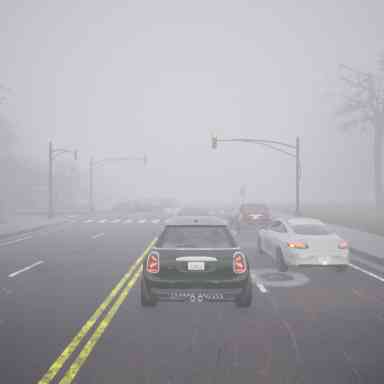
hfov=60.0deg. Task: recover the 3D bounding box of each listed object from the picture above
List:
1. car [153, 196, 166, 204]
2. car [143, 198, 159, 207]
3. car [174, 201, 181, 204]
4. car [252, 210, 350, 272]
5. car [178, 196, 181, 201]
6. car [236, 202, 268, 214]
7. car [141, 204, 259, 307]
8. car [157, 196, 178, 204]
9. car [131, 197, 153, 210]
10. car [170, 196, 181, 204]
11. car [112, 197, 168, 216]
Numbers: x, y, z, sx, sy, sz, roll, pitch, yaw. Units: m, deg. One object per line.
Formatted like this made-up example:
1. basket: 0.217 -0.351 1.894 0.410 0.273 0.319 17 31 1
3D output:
1. car: -6.412 1.518 66.389 2.033 1.411 5.357 0 0 0
2. car: -6.497 1.583 53.288 1.895 1.301 4.718 0 0 0
3. car: 0.071 1.477 17.387 1.882 1.535 5.008 0 0 0
4. car: 3.351 1.525 10.674 1.812 1.442 4.674 0 0 0
5. car: -3.253 1.474 53.157 2.128 1.511 4.902 0 0 0
6. car: 3.342 1.351 19.468 2.097 1.767 4.553 0 0 0
7. car: 0.090 1.352 8.122 2.097 1.767 4.553 0 0 0
8. car: -3.273 1.495 43.854 1.837 1.490 4.892 0 0 0
9. car: -6.531 1.482 44.018 2.128 1.511 4.902 0 0 1
10. car: -3.179 1.497 65.678 1.812 1.442 4.674 0 0 1
11. car: -5.220 1.490 32.036 4.902 1.511 2.128 0 0 -21
